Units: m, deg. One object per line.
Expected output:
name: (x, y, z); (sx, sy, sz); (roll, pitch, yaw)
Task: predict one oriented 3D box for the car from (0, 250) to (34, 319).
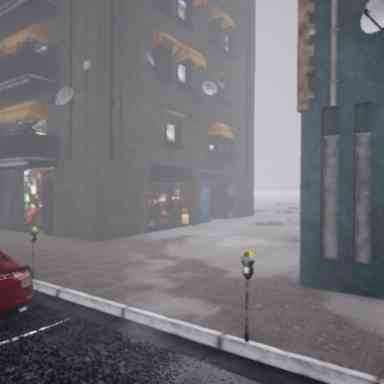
car: (-4.817, 1.534, 6.303); (4.507, 1.381, 1.887); (0, 1, 36)
